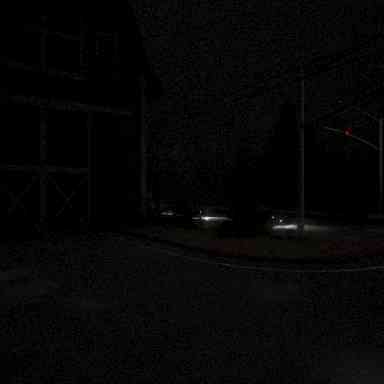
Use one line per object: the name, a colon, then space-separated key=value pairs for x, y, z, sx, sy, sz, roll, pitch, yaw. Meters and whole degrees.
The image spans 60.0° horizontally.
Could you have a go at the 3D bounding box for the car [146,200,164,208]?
car: x=-5.274 y=1.871 z=41.109 sx=1.895 sy=1.301 sz=4.718 roll=0 pitch=0 yaw=-34

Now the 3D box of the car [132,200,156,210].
car: x=-7.351 y=1.890 z=50.681 sx=1.994 sy=1.385 sz=4.181 roll=0 pitch=0 yaw=-34

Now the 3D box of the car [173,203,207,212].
car: x=-0.296 y=1.788 z=33.841 sx=1.994 sy=1.385 sz=4.181 roll=0 pitch=0 yaw=-34

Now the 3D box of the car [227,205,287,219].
car: x=4.918 y=1.723 z=26.225 sx=2.033 sy=1.411 sz=5.357 roll=0 pitch=0 yaw=-34
